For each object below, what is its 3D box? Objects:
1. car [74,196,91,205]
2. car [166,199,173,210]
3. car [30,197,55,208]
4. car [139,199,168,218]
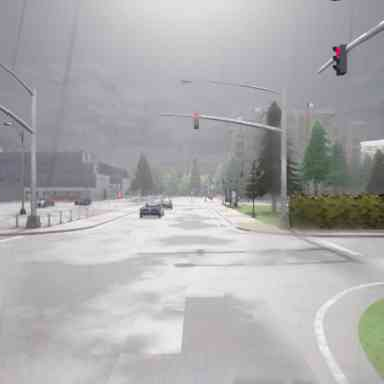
[{"bbox_3d":[-17.425,1.374,53.076,1.845,1.501,3.633,0,0,0],"label":"car"},{"bbox_3d":[-3.560,1.562,43.432,1.994,1.385,4.181,0,0,0],"label":"car"},{"bbox_3d":[-20.482,1.384,45.687,1.970,1.475,3.806,0,0,0],"label":"car"},{"bbox_3d":[-3.582,1.601,30.312,1.895,1.301,4.718,0,0,0],"label":"car"}]
